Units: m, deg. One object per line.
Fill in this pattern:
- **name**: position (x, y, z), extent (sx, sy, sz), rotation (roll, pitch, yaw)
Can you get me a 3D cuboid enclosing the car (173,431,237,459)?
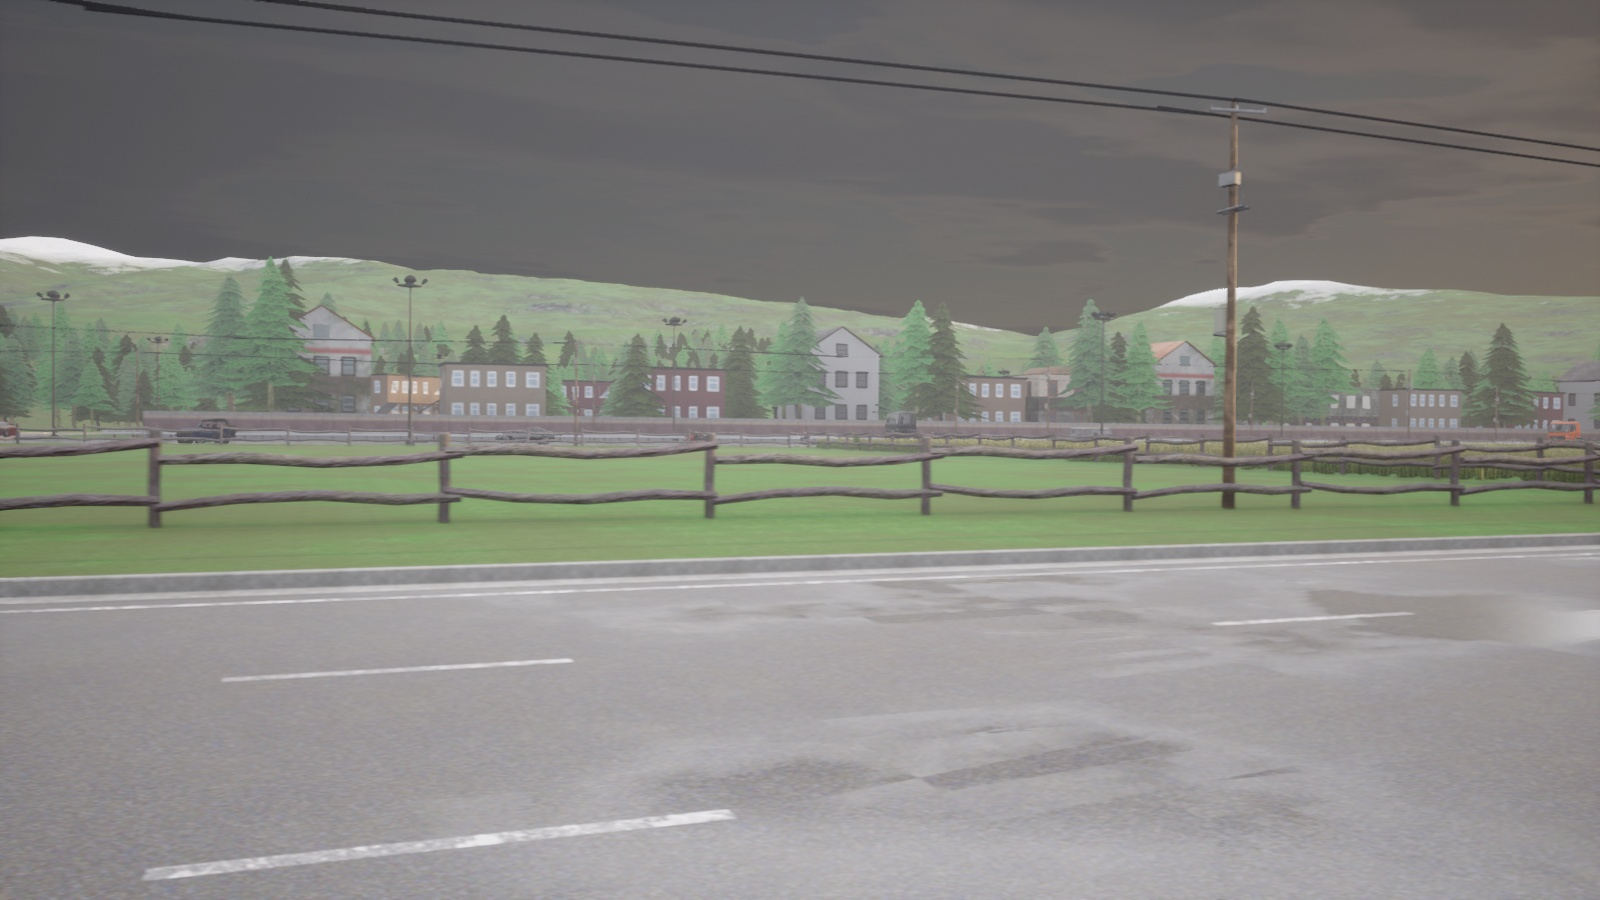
- **car**: position (-41.358, -0.375, 87.404), extent (3.866, 1.878, 1.905), rotation (-1, 1, -21)
